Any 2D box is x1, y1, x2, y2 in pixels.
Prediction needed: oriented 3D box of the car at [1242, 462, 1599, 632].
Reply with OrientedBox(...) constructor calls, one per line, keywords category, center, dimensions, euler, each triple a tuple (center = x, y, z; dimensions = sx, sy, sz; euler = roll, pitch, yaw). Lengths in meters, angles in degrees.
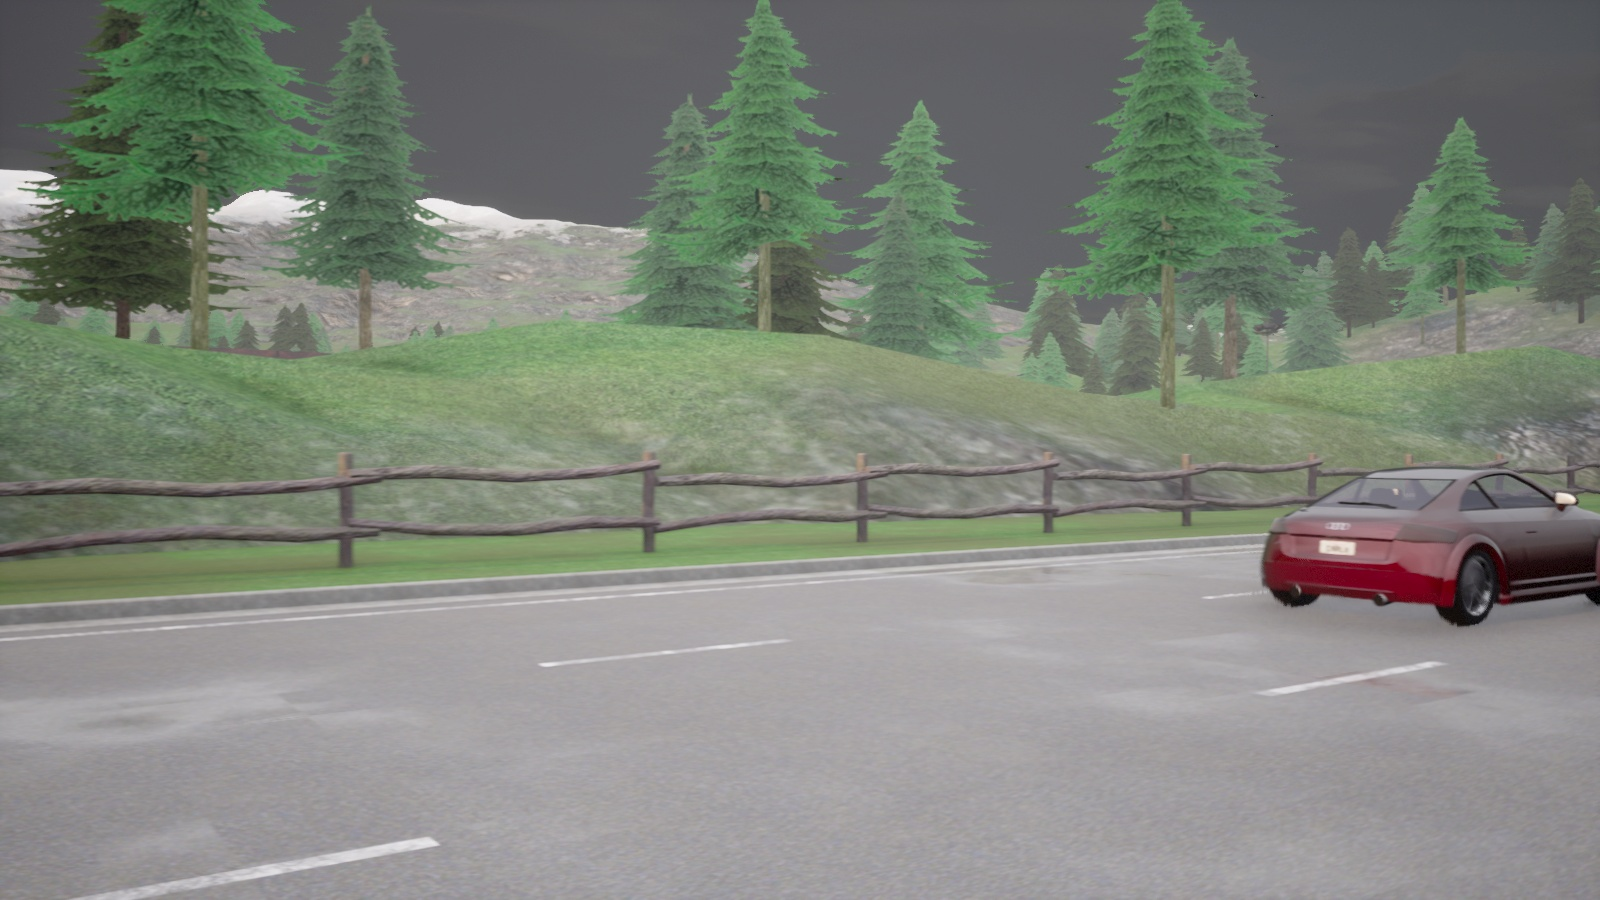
OrientedBox(category="car", center=(6.547, 0.825, 12.480), dimensions=(4.181, 1.385, 1.994), euler=(0, 0, -35))
